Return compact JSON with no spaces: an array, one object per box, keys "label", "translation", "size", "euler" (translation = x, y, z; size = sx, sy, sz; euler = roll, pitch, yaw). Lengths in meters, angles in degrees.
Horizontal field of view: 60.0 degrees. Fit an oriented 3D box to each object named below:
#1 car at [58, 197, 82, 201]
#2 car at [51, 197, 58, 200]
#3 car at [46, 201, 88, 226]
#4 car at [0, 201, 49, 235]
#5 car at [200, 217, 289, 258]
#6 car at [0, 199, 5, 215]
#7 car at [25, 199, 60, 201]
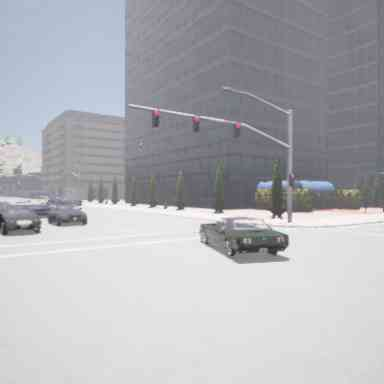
[{"label":"car","translation":[-17.445,1.535,48.614],"size":[2.128,1.511,4.902],"euler":[0,0,-35]},{"label":"car","translation":[-23.195,1.575,56.883],"size":[1.812,1.442,4.674],"euler":[0,0,-36]},{"label":"car","translation":[-8.863,1.585,23.645],"size":[1.994,1.385,4.181],"euler":[0,0,-35]},{"label":"car","translation":[-10.034,1.507,19.198],"size":[2.128,1.511,4.902],"euler":[0,0,-35]},{"label":"car","translation":[1.764,1.617,13.035],"size":[1.895,1.301,4.718],"euler":[0,0,-15]},{"label":"car","translation":[-21.135,1.531,35.186],"size":[1.837,1.490,4.892],"euler":[0,0,-35]},{"label":"car","translation":[-13.862,1.627,30.840],"size":[1.895,1.301,4.718],"euler":[0,0,-35]}]
